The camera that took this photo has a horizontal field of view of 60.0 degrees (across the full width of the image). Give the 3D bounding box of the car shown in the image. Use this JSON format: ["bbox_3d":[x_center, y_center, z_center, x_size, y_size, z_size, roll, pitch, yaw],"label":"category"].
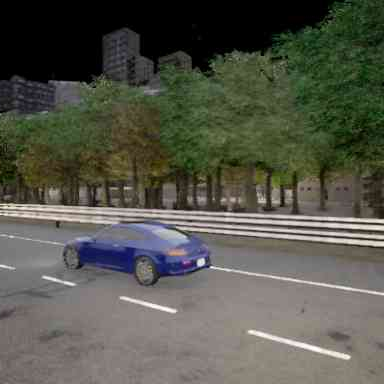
[{"bbox_3d":[-1.659,1.535,9.347,4.674,1.442,1.812,0,0,35],"label":"car"}]
